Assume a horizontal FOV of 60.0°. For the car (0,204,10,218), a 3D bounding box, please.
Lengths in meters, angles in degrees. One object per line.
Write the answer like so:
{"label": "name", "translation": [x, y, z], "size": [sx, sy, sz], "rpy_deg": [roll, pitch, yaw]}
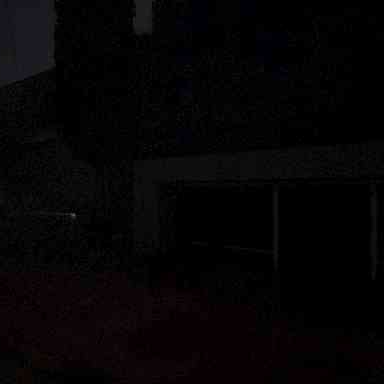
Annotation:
{"label": "car", "translation": [-18.205, 1.478, 28.108], "size": [1.882, 1.535, 5.008], "rpy_deg": [0, 0, 36]}

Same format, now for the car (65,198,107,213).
{"label": "car", "translation": [-11.739, 1.505, 37.085], "size": [1.837, 1.490, 4.892], "rpy_deg": [0, 0, 36]}
